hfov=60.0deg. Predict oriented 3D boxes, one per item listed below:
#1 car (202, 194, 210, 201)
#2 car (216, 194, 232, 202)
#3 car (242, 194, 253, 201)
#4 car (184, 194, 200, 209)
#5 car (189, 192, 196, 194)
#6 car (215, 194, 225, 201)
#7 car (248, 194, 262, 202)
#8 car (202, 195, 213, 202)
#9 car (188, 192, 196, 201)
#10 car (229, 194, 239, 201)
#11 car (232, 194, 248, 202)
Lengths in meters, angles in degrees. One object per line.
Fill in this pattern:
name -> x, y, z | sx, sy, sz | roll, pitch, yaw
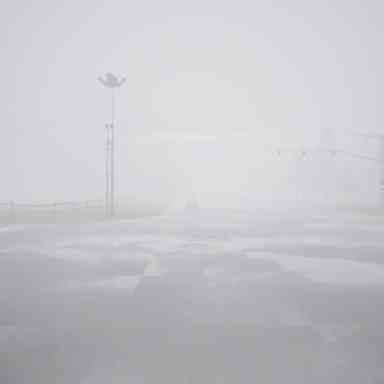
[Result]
car -> 3.512, 1.367, 83.849 | 1.812, 1.442, 4.674 | 0, 0, 0
car -> 7.011, 1.447, 73.383 | 2.033, 1.411, 5.357 | 0, 0, 0
car -> 14.012, 1.336, 83.846 | 1.837, 1.490, 4.892 | 0, 0, 0
car -> 0.007, 1.423, 43.616 | 1.882, 1.535, 5.008 | 0, 0, 0
car -> 0.011, 1.407, 73.448 | 1.837, 1.490, 4.892 | 0, 0, 0
car -> 7.012, 1.365, 83.847 | 2.128, 1.511, 4.902 | 0, 0, 0
car -> 14.011, 1.446, 73.306 | 2.033, 1.411, 5.357 | 0, 0, 0
car -> 3.511, 1.459, 74.019 | 1.994, 1.385, 4.181 | 0, 0, 0
car -> 0.012, 1.067, 83.879 | 2.150, 2.045, 5.566 | 0, 0, 0
car -> 10.512, 1.361, 83.846 | 1.812, 1.442, 4.674 | 0, 0, 0
car -> 10.511, 1.430, 73.574 | 1.812, 1.442, 4.674 | 0, 0, 0
